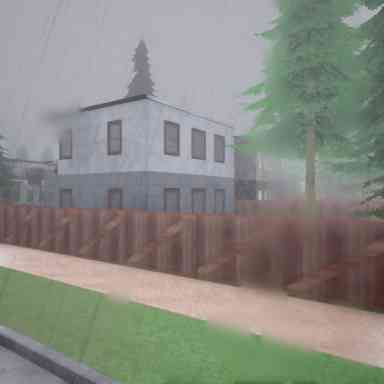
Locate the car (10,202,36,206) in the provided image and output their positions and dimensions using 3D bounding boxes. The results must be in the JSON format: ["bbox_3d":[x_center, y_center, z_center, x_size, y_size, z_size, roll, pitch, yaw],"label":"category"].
[{"bbox_3d":[-15.363,1.574,29.327,1.895,1.301,4.718,0,0,28],"label":"car"}]
